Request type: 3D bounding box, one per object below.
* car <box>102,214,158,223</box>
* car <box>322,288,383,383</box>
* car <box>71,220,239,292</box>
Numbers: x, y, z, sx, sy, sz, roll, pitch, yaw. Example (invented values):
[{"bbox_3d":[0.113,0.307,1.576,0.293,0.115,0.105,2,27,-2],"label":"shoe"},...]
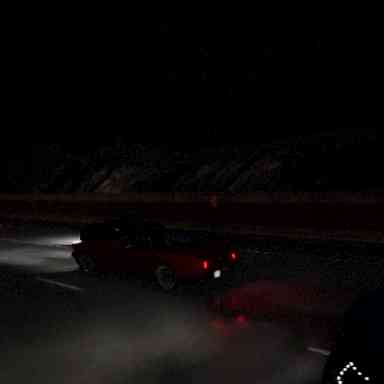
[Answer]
[{"bbox_3d":[-3.047,1.680,14.771,4.181,1.385,1.994,-1,0,35],"label":"car"},{"bbox_3d":[3.538,1.202,1.460,5.566,2.045,2.150,0,0,35],"label":"car"},{"bbox_3d":[-1.203,1.667,9.152,4.718,1.301,1.895,-1,0,35],"label":"car"}]
